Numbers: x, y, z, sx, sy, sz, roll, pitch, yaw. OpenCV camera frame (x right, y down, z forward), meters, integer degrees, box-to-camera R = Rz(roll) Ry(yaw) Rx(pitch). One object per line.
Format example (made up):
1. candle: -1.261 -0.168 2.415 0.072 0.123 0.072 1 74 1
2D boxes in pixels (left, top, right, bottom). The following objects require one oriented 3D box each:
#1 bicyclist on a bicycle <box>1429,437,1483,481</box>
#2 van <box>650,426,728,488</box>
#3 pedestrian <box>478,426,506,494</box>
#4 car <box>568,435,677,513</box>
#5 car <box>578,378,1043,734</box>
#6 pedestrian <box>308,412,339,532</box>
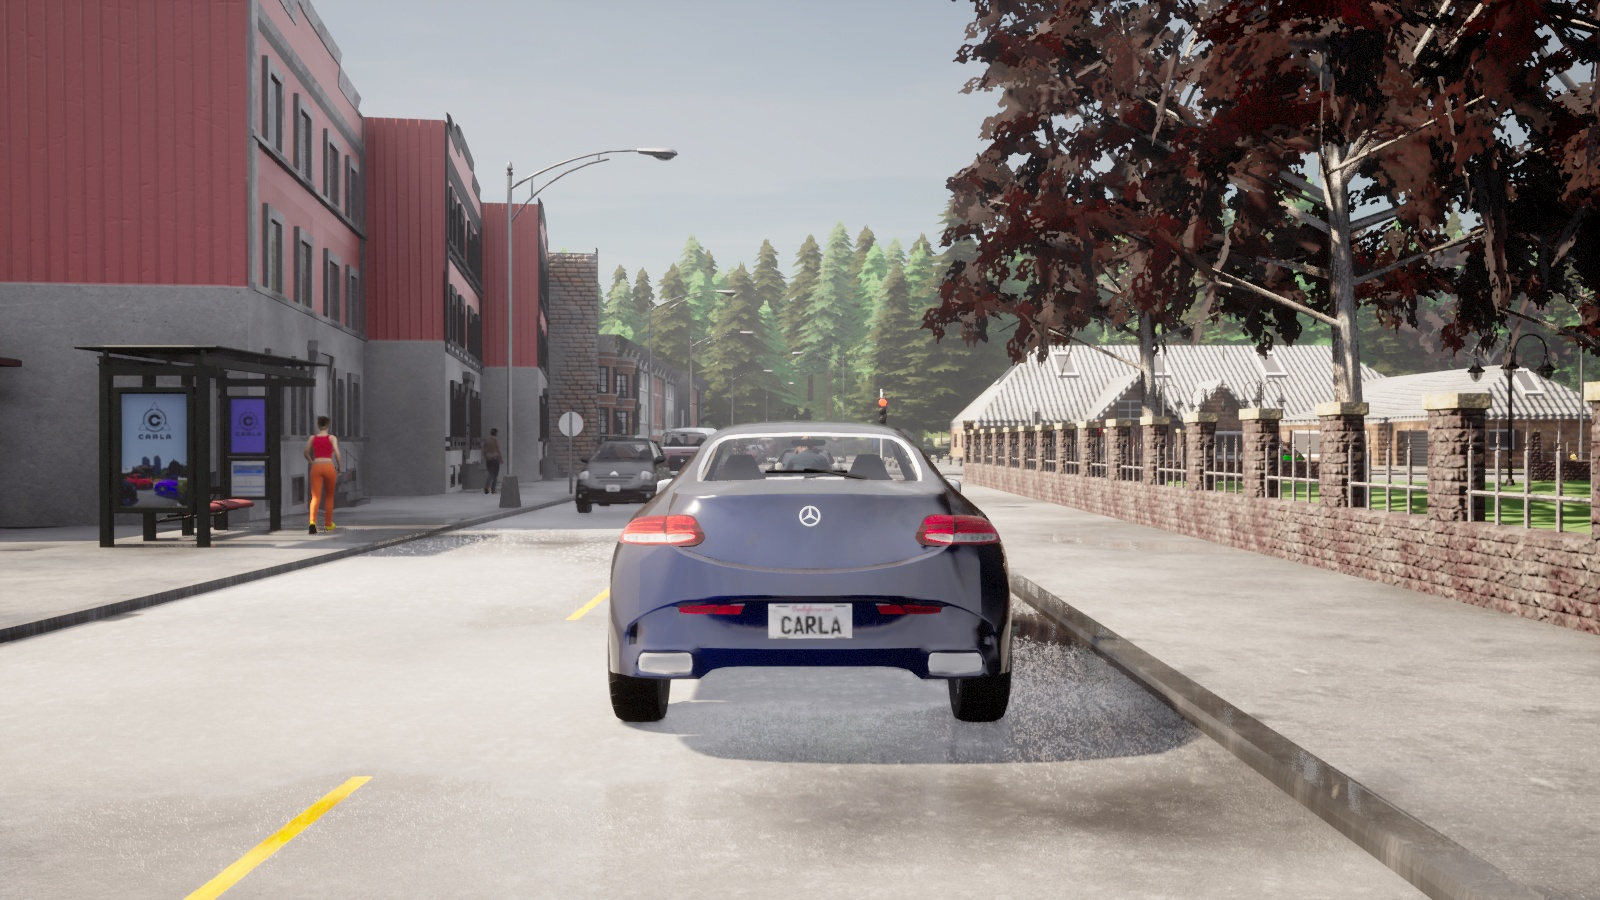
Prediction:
1. bicyclist on a bicycle: 26.748 0.349 51.210 1.843 1.776 0.659 0 0 -1
2. van: -3.741 0.223 43.243 2.069 2.038 4.480 0 0 3
3. pedestrian: -8.299 0.258 33.838 0.328 1.805 0.869 0 0 19
4. car: -3.847 0.484 27.827 1.851 1.617 3.988 0 0 0
5. car: 0.057 0.478 8.336 2.152 1.651 5.027 0 0 0
6. pedestrian: -7.456 0.337 19.666 0.345 1.836 0.594 0 0 -9
